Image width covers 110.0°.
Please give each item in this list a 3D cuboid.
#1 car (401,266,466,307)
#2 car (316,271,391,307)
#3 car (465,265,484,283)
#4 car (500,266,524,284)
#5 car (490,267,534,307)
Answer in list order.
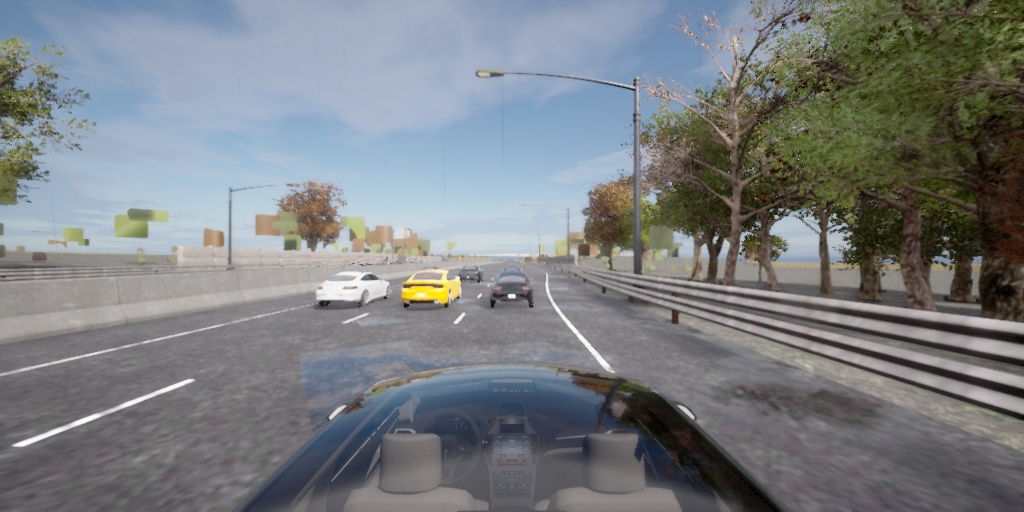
[{"bbox_3d":[-3.497,1.365,16.325,1.882,1.535,5.008,0,0,0],"label":"car"},{"bbox_3d":[-6.998,1.411,16.220,1.812,1.442,4.674,0,0,0],"label":"car"},{"bbox_3d":[-3.502,1.525,31.136,2.128,1.511,4.902,0,0,0],"label":"car"},{"bbox_3d":[-0.001,1.598,31.188,1.994,1.385,4.181,0,-1,0],"label":"car"},{"bbox_3d":[0.002,1.411,16.216,1.812,1.442,4.674,0,0,0],"label":"car"}]
